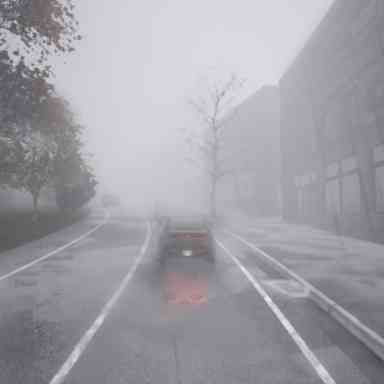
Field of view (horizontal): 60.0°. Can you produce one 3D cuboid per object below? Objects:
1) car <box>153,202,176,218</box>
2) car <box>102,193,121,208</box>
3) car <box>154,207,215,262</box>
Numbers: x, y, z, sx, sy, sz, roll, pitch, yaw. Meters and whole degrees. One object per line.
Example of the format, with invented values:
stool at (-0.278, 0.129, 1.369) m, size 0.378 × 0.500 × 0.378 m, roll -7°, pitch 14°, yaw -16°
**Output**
car at (-2.297, 1.620, 28.462) m, size 1.812 × 1.442 × 4.674 m, roll 1°, pitch 0°, yaw -11°
car at (-12.110, 1.245, 49.683) m, size 2.150 × 2.045 × 5.566 m, roll 3°, pitch -1°, yaw -22°
car at (-0.249, 1.543, 12.262) m, size 1.837 × 1.490 × 4.892 m, roll 1°, pitch 0°, yaw -3°
